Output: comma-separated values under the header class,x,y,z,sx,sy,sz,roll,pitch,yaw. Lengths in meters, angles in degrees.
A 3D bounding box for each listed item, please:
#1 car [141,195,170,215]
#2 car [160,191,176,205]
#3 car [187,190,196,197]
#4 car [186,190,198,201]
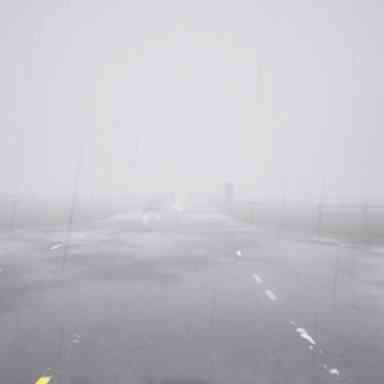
class,x,y,z,sx,sy,sz,roll,pitch,yaw
car,-3.612,1.349,32.119,2.033,1.411,5.357,0,0,0
car,-3.590,0.823,51.235,2.150,2.045,5.566,0,1,0
car,-0.031,0.293,71.875,1.837,1.490,4.892,0,2,0
car,-0.026,0.808,61.465,2.128,1.511,4.902,0,2,0
